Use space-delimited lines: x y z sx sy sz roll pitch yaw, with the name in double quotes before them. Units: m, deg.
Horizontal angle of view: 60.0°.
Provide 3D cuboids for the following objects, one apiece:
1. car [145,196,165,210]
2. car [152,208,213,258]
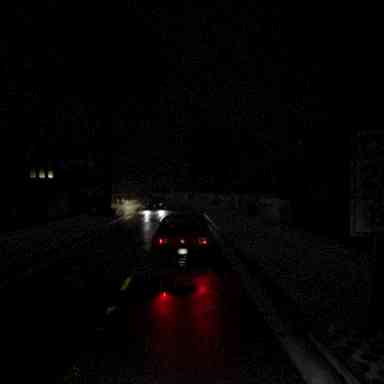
"car" -4.109 1.214 37.062 1.837 1.490 4.892 -1 0 -5
"car" -0.324 1.484 12.255 1.895 1.301 4.718 -1 1 -1
